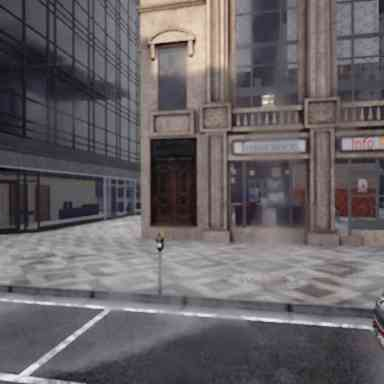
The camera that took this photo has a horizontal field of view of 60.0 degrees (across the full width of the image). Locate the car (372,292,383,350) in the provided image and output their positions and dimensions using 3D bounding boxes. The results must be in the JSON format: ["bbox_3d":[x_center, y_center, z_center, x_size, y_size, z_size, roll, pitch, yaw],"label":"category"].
[{"bbox_3d":[4.472,1.442,3.952,4.097,1.590,1.967,0,0,12],"label":"car"}]
